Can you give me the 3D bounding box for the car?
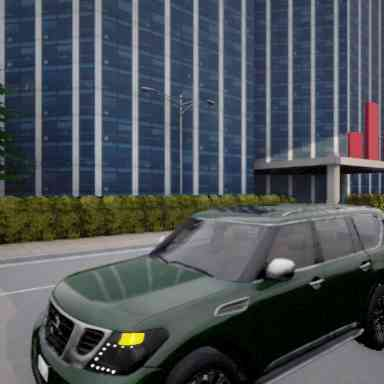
[{"bbox_3d":[0.875,1.221,4.649,5.566,2.045,2.150,0,0,-37],"label":"car"}]
